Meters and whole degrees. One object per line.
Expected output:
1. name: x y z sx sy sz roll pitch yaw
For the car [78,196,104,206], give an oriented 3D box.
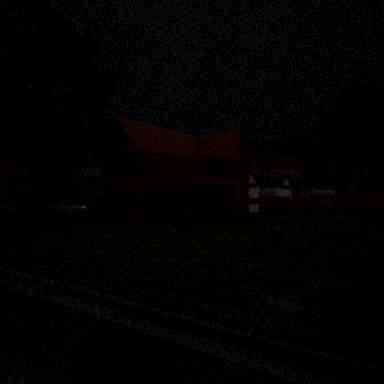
1. car: -16.348 1.516 54.550 1.837 1.490 4.892 0 0 34
